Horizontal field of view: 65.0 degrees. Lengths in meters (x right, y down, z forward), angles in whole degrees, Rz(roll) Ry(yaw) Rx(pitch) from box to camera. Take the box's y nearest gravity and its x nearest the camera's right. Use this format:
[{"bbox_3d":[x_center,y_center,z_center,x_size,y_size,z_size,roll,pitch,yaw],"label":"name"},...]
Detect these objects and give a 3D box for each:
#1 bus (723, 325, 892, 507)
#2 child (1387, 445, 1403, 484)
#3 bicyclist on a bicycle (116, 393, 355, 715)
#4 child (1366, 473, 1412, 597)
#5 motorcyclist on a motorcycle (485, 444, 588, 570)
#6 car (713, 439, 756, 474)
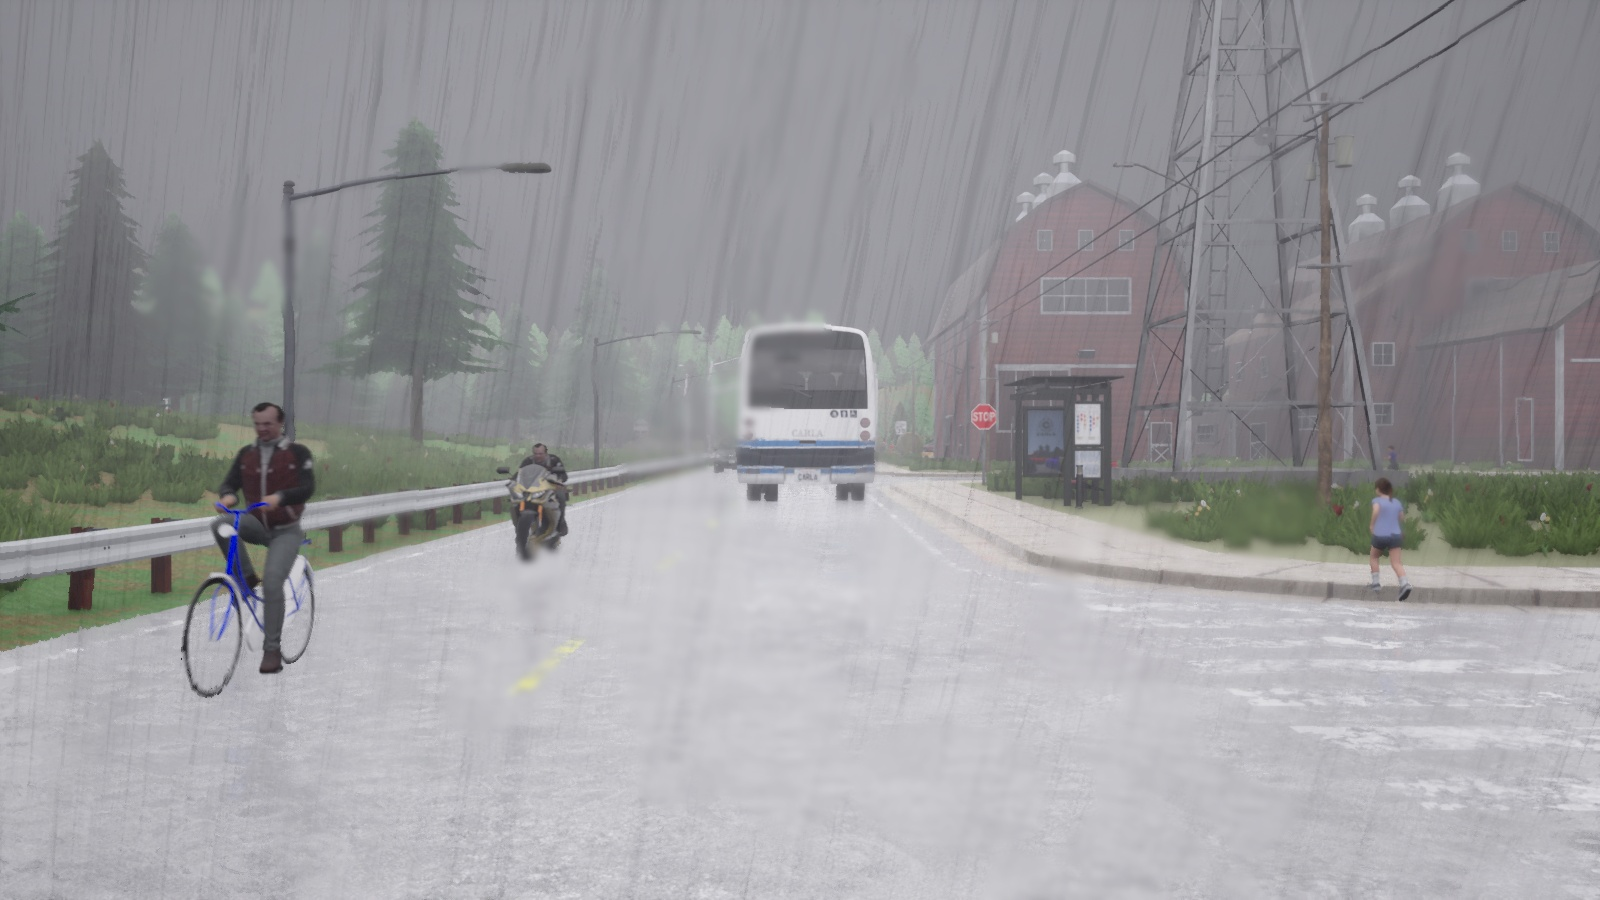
[{"bbox_3d":[0.206,-0.824,34.442,3.944,4.253,10.273,0,0,0],"label":"bus"},{"bbox_3d":[19.460,0.466,41.085,0.437,1.263,0.270,0,0,20],"label":"child"},{"bbox_3d":[-3.441,0.570,7.850,0.659,1.776,1.843,0,0,0],"label":"bicyclist on a bicycle"},{"bbox_3d":[5.414,0.773,11.545,0.255,1.110,0.394,0,0,4],"label":"child"},{"bbox_3d":[-3.395,0.686,16.399,0.866,1.530,2.191,0,0,0],"label":"motorcyclist on a motorcycle"},{"bbox_3d":[-3.148,0.297,61.224,1.851,1.617,3.988,0,0,0],"label":"car"}]
